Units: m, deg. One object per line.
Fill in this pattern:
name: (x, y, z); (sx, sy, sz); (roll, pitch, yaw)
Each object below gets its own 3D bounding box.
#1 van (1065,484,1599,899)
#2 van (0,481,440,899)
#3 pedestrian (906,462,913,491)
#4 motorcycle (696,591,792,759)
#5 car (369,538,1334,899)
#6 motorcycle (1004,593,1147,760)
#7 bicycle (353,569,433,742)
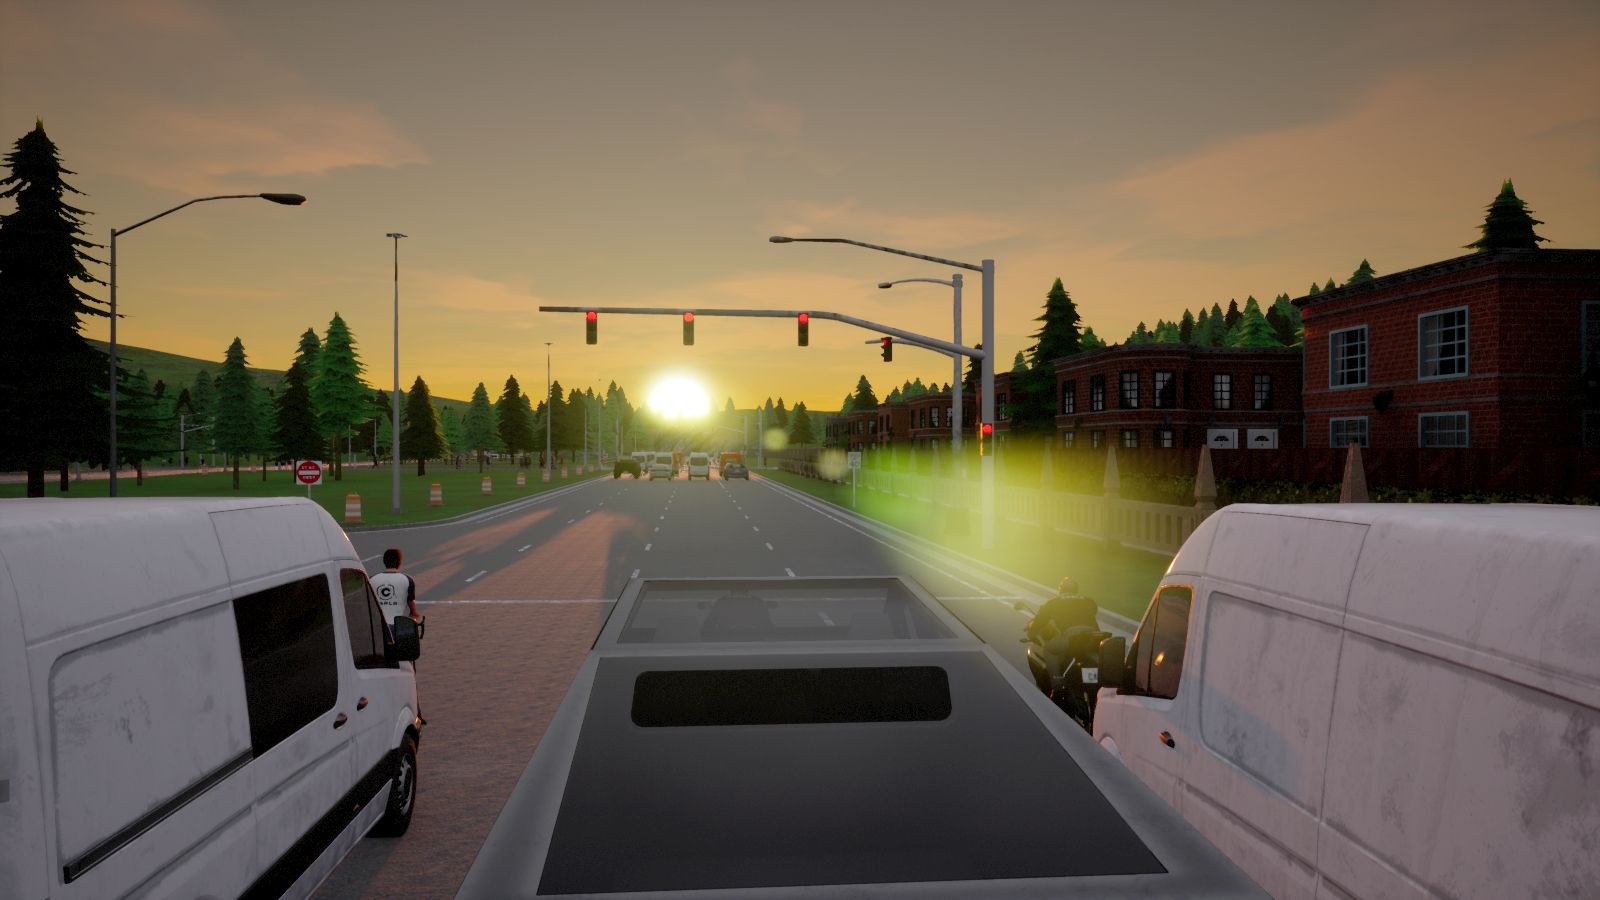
van: (3.020, 1.534, 5.590); (1.988, 2.561, 5.915); (0, 0, -1)
van: (-3.677, 1.534, 6.378); (1.988, 2.561, 5.915); (0, 0, -5)
pedestrian: (6.978, 1.701, 72.989); (0.375, 1.860, 0.375); (0, 0, -5)
motorcycle: (-0.613, 2.205, 11.622); (0.867, 1.251, 2.209); (0, 0, -6)
car: (-0.117, 1.754, 5.929); (2.390, 2.098, 6.274); (0, 0, -5)
motorcycle: (2.714, 2.205, 11.543); (0.867, 1.251, 2.209); (0, 0, -2)
bicycle: (-4.173, 2.056, 11.794); (0.373, 1.496, 1.643); (0, 0, -5)
